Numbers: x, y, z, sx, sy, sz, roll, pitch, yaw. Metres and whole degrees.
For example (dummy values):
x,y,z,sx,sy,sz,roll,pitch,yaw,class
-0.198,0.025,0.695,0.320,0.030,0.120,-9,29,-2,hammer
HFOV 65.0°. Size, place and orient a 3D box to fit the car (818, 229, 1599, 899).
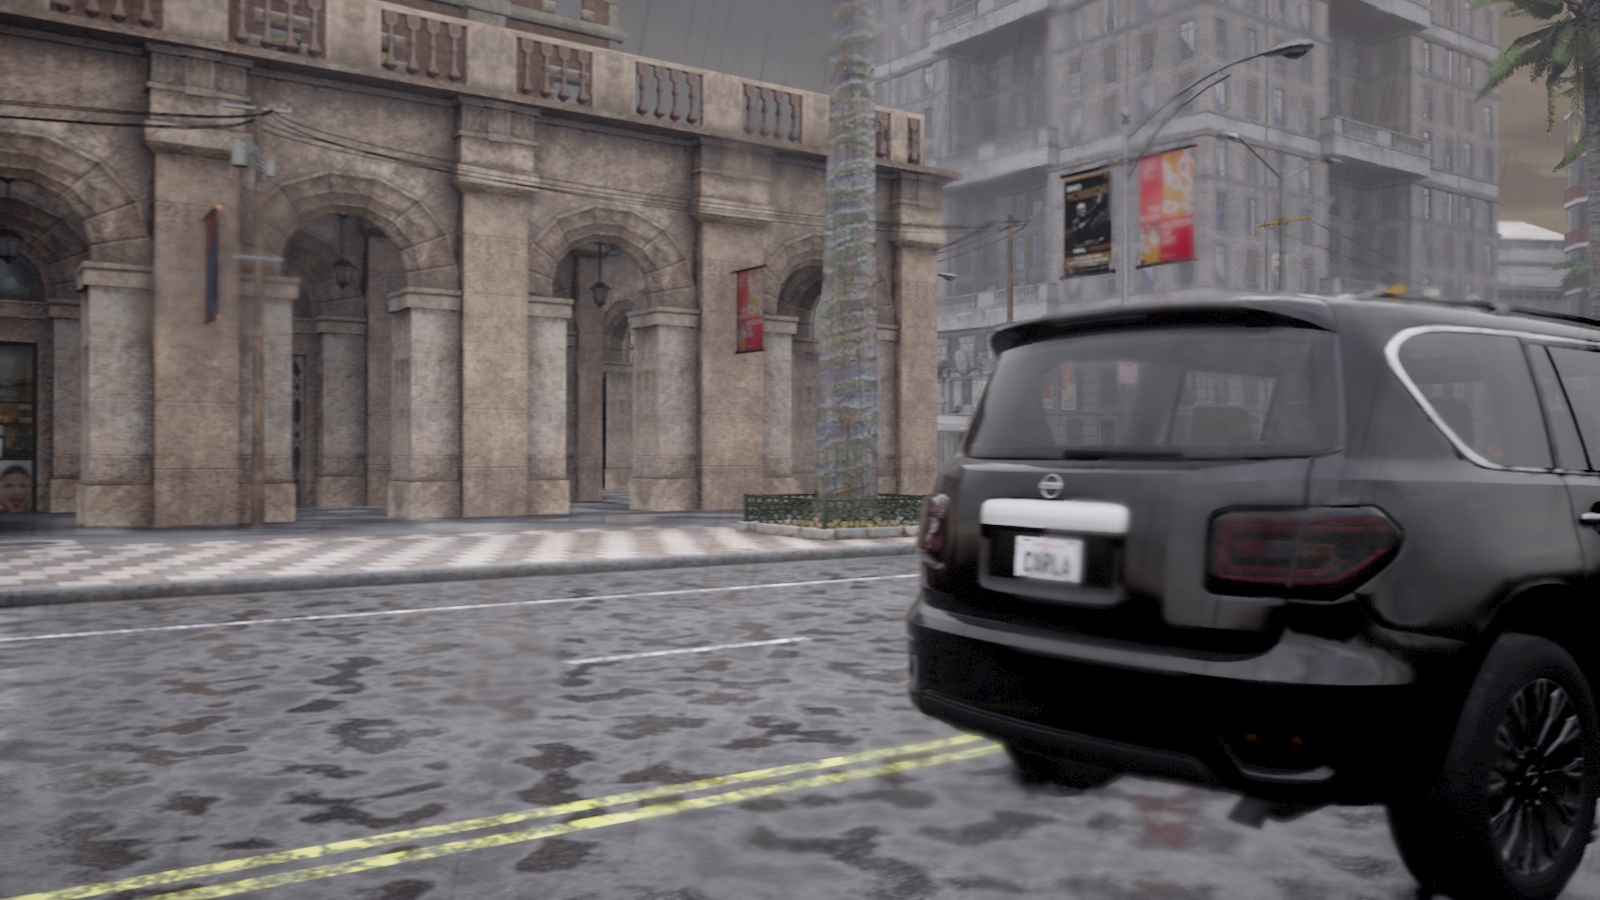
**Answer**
x,y,z,sx,sy,sz,roll,pitch,yaw,class
2.974,0.468,5.733,5.566,2.045,2.150,0,0,-35,car
